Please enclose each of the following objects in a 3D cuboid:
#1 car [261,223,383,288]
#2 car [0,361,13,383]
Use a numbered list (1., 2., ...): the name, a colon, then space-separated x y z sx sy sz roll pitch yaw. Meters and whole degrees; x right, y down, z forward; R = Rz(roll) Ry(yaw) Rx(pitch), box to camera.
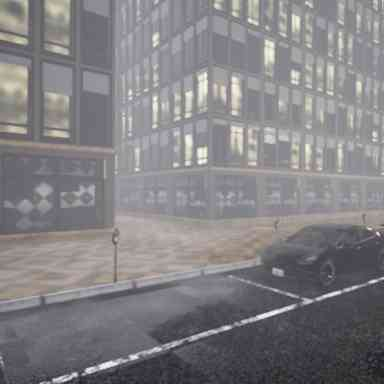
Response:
1. car: 3.853 1.565 9.304 4.313 1.339 1.947 0 0 -36
2. car: -2.950 1.564 1.262 4.181 1.385 1.994 0 0 -36
